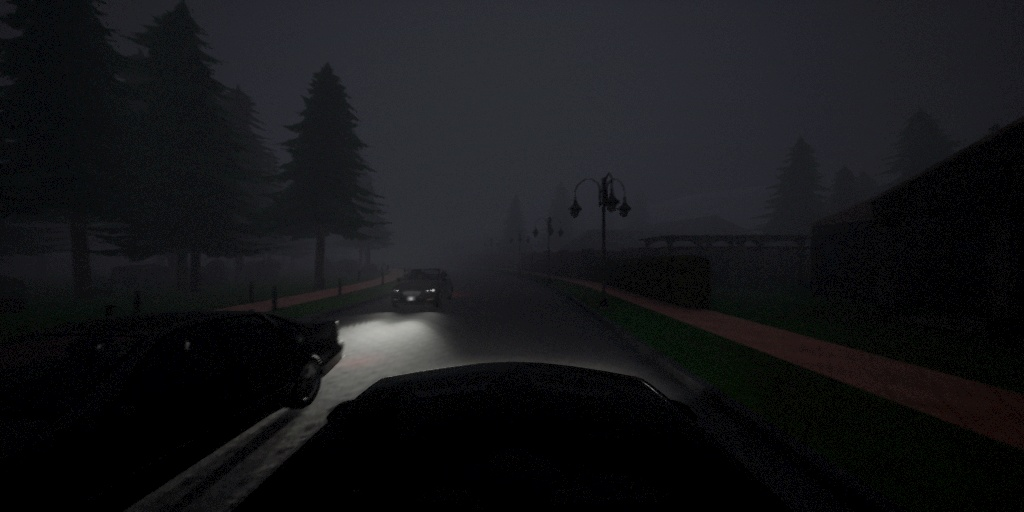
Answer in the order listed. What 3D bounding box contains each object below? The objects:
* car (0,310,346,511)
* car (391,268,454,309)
[{"bbox_3d":[-3.603,1.302,3.480,2.033,1.411,5.357,0,0,0],"label":"car"},{"bbox_3d":[-3.677,1.282,15.385,2.128,1.511,4.902,0,0,-1],"label":"car"}]
